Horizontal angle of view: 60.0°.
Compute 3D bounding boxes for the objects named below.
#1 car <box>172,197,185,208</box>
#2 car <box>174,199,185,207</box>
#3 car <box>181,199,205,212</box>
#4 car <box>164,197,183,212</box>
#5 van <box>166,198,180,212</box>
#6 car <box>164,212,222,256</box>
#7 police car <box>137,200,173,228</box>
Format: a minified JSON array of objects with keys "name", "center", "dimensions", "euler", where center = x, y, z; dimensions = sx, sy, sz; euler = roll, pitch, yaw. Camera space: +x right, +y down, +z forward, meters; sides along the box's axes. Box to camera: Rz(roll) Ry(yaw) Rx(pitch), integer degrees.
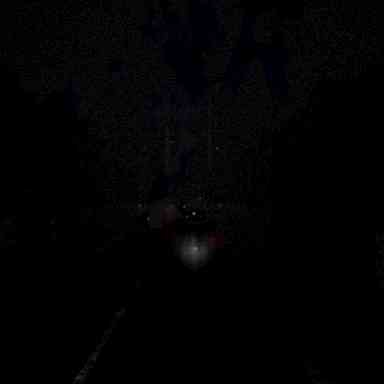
[{"name":"car","center":[-2.423,1.860,61.088],"dimensions":[2.192,1.841,5.009],"euler":[0,-1,0]},{"name":"car","center":[-2.404,2.156,66.700],"dimensions":[2.008,1.369,4.403],"euler":[0,-1,0]},{"name":"car","center":[0.184,1.730,31.504],"dimensions":[1.882,1.535,5.008],"euler":[0,-1,0]},{"name":"car","center":[-2.500,1.632,38.634],"dimensions":[2.192,1.841,5.009],"euler":[0,-1,0]},{"name":"van","center":[-2.481,1.712,44.248],"dimensions":[1.690,1.788,3.998],"euler":[0,-1,0]},{"name":"car","center":[0.108,1.703,13.550],"dimensions":[1.895,1.301,4.718],"euler":[0,0,1]},{"name":"police car","center":[-2.670,1.611,23.833],"dimensions":[1.930,1.638,5.238],"euler":[0,0,0]}]
